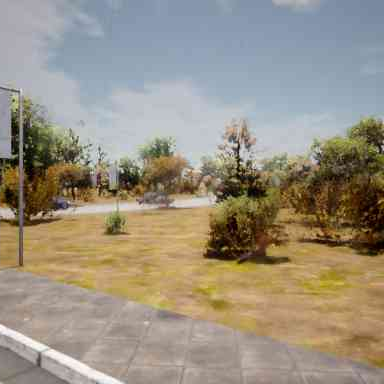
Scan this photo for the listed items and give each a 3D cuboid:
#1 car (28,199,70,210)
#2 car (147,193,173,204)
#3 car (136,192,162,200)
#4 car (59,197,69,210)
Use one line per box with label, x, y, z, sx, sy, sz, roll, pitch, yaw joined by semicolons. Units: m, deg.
car;-18.872;1.588;44.132;1.895;1.301;4.718;0;0;39
car;-5.127;1.340;55.657;1.812;1.442;4.674;0;1;39
car;-7.343;1.024;58.475;2.150;2.045;5.566;0;1;39
car;-17.432;1.346;40.330;2.097;1.767;4.553;0;0;39
